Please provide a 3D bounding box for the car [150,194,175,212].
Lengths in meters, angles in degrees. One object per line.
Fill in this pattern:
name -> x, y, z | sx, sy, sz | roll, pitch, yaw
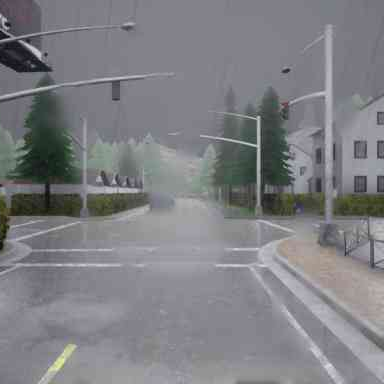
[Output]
car -> -3.579, 1.221, 38.998 | 2.150, 2.045, 5.566 | 0, 0, 0

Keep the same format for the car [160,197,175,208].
car -> -3.553, 1.526, 48.860 | 1.812, 1.442, 4.674 | 0, 0, 0
